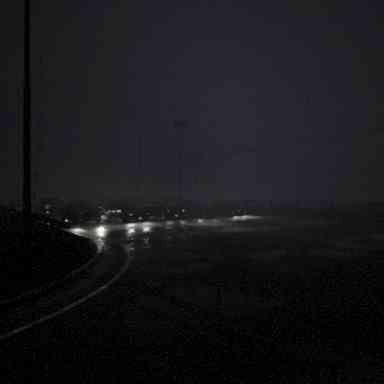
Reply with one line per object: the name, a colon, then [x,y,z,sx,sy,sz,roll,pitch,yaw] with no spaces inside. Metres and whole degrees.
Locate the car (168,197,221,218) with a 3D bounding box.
car: [0.121,1.499,31.088,1.882,1.535,5.008,0,0,-36]

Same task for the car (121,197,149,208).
car: [-8.474,1.516,48.965,2.128,1.511,4.902,0,0,-35]

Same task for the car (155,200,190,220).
car: [-2.547,1.618,28.804,1.895,1.301,4.718,0,0,-36]

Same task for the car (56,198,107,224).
car: [-8.423,1.487,24.982,1.882,1.535,5.008,0,0,-36]

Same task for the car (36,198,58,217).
car: [-13.414,1.361,31.883,2.097,1.767,4.553,0,0,-36]

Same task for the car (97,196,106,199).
car: [-12.072,1.621,47.955,1.895,1.301,4.718,0,0,-36]

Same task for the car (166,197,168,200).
car: [-1.688,1.378,39.564,2.097,1.767,4.553,0,0,-36]

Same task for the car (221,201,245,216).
car: [3.248,1.590,32.740,1.994,1.385,4.181,0,0,-36]

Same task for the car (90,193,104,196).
car: [-17.394,1.242,61.430,2.150,2.045,5.566,0,0,-36]

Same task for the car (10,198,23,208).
car: [-25.159,1.556,48.181,2.033,1.411,5.357,0,0,-35]

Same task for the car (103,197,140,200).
car: [-7.711,1.581,35.946,1.994,1.385,4.181,0,0,-36]

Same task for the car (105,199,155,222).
car: [-5.368,1.561,26.730,2.033,1.411,5.357,0,0,-36]

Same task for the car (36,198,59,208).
car: [-21.218,1.560,48.680,2.033,1.411,5.357,0,0,-36]

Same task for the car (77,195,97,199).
car: [-15.451,1.520,46.654,1.837,1.490,4.892,0,0,-36]

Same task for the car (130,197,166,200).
car: [-5.329,1.547,38.622,1.812,1.442,4.674,0,0,-36]
